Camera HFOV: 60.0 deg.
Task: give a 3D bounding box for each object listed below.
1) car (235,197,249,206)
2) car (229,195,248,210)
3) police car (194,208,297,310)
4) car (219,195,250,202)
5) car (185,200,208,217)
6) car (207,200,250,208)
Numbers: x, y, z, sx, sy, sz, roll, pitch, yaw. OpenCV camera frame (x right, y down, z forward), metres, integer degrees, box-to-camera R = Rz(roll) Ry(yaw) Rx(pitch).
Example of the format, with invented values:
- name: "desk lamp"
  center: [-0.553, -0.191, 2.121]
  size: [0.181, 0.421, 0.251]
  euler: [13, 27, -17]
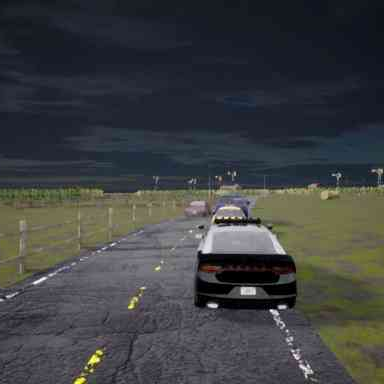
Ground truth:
- name: "car"
  center: [8.113, 1.506, 53.613]
  size: [1.994, 1.385, 4.181]
  euler: [0, 0, 12]
- name: "car"
  center: [6.186, 1.308, 43.871]
  size: [2.097, 1.767, 4.553]
  euler: [0, 0, 12]
- name: "police car"
  center: [1.086, 1.423, 8.056]
  size: [1.930, 1.638, 5.238]
  euler: [0, 0, 4]
- name: "car"
  center: [2.913, 1.206, 23.621]
  size: [2.150, 2.045, 5.566]
  euler: [0, 0, 10]
- name: "car"
  center: [0.660, 1.501, 30.651]
  size: [1.812, 1.442, 4.674]
  euler: [0, 0, 11]
- name: "car"
  center: [2.047, 1.443, 17.937]
  size: [1.801, 1.575, 5.366]
  euler: [0, 0, 7]
